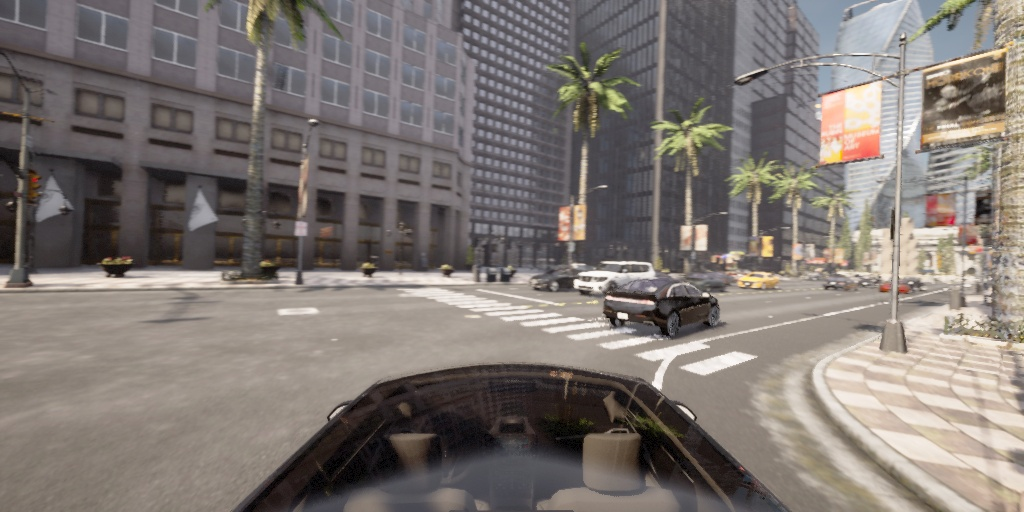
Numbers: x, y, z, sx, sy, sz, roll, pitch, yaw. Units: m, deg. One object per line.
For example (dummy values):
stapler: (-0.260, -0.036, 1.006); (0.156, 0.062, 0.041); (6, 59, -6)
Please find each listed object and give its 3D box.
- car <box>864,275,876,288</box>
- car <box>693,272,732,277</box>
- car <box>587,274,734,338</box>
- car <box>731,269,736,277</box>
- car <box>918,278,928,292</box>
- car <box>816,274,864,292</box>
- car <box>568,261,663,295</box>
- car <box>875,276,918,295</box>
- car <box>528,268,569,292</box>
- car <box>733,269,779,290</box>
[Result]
car: (43.536, 3.135, 43.630); (4.902, 1.511, 2.128); (2, 0, -36)
car: (14.344, 2.002, 27.049); (4.181, 1.385, 1.994); (2, 0, -36)
car: (4.801, 1.477, 11.217); (4.902, 1.511, 2.128); (2, -1, -41)
car: (20.025, 2.249, 35.412); (5.357, 1.411, 2.033); (2, 0, -35)
car: (45.215, 3.195, 40.528); (4.892, 1.490, 1.837); (2, 0, -36)
car: (32.744, 2.736, 35.723); (5.357, 1.411, 2.033); (2, 0, -35)
car: (6.250, 1.319, 21.233); (5.566, 2.045, 2.150); (3, 0, -36)
car: (37.207, 2.916, 34.655); (4.181, 1.385, 1.994); (2, 0, -36)
car: (3.281, 1.501, 23.415); (4.892, 1.490, 1.837); (2, 0, -36)
car: (22.841, 2.274, 33.128); (5.008, 1.535, 1.882); (2, 0, -36)
